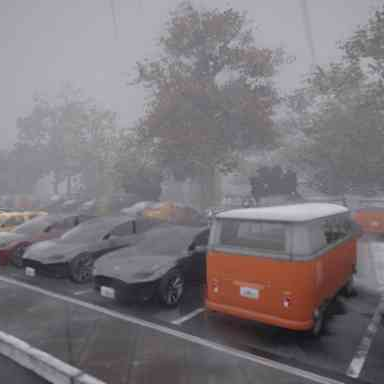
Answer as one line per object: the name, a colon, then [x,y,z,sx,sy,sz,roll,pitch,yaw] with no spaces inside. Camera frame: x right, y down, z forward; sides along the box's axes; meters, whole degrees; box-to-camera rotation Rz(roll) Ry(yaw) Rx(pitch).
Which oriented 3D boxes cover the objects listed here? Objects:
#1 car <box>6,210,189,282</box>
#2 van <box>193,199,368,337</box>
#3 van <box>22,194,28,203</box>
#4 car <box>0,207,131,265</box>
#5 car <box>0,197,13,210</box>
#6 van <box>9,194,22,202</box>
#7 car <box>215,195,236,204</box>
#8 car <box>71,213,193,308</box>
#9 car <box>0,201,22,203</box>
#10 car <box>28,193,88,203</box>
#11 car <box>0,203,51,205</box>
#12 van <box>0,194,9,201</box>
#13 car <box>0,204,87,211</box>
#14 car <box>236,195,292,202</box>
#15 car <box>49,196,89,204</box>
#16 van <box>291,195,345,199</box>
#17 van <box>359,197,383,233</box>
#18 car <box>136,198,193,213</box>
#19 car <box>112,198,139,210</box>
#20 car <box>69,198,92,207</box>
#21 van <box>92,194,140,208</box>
car: [-2.468,1.498,9.904,2.163,1.488,4.792,0,0,36]
van: [2.126,1.254,6.782,1.878,1.987,4.442,0,0,36]
van: [-15.030,1.190,35.217,1.878,1.987,4.442,0,0,36]
car: [-4.723,1.492,11.524,2.163,1.488,4.792,0,0,36]
car: [-26.334,1.501,42.969,1.946,1.575,5.366,-1,-1,36]
van: [-17.178,1.185,36.760,1.878,1.987,4.442,0,0,36]
car: [2.985,1.209,22.093,2.435,2.045,5.566,0,0,36]
car: [-0.214,1.503,8.284,2.163,1.488,4.792,0,0,36]
car: [-11.473,1.447,16.403,2.231,1.521,4.892,0,0,36]
car: [-12.864,1.170,33.482,2.435,2.045,5.566,0,0,36]
car: [-9.211,1.453,14.793,2.231,1.521,4.892,0,0,36]
van: [-19.671,1.179,38.265,1.878,1.987,4.442,0,0,36]
car: [-7.069,1.454,13.017,1.946,1.575,5.366,0,0,36]
car: [5.235,1.214,20.477,2.435,2.045,5.566,0,0,36]
car: [-10.501,1.427,31.812,2.097,1.535,5.008,0,0,36]
van: [7.432,1.245,18.789,1.878,1.987,4.442,0,0,36]
van: [9.818,1.251,17.361,1.878,1.987,4.442,0,0,36]
car: [-1.502,1.449,25.346,2.097,1.535,5.008,0,0,36]
car: [-3.848,1.483,27.042,2.002,1.452,4.674,0,0,36]
car: [-8.248,1.473,30.198,2.002,1.452,4.674,0,0,36]
van: [-6.031,1.212,28.751,1.878,1.987,4.442,0,0,36]
